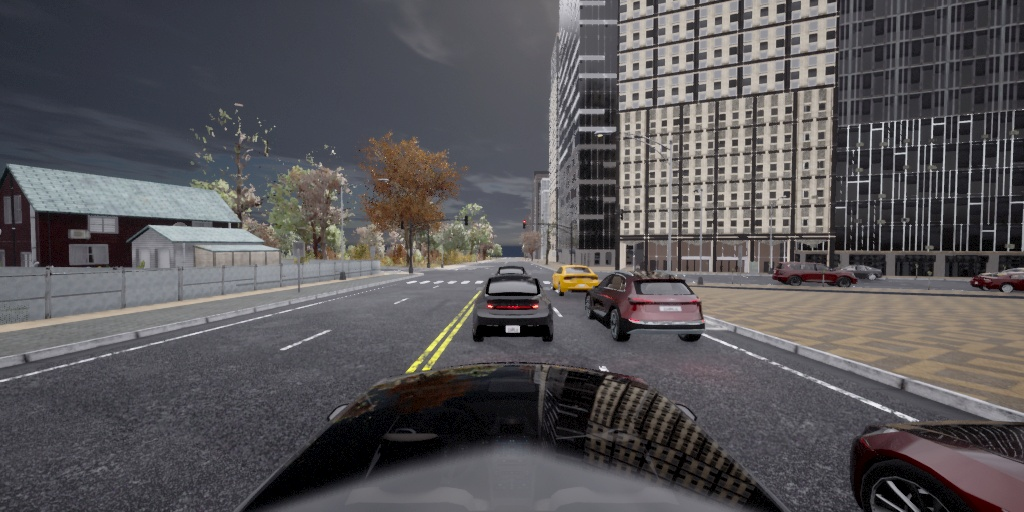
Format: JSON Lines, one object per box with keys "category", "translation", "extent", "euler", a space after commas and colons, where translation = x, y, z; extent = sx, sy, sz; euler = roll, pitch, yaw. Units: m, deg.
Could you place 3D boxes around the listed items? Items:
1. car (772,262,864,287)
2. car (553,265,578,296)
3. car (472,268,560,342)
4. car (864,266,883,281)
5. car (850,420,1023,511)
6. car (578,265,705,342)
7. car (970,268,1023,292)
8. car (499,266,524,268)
{"category": "car", "translation": [22.967, 1.393, 27.477], "extent": [5.009, 1.841, 2.192], "euler": [0, 0, 20]}
{"category": "car", "translation": [3.285, 1.224, 19.253], "extent": [1.882, 1.535, 5.008], "euler": [0, 0, 0]}
{"category": "car", "translation": [0.030, 1.252, 9.774], "extent": [1.837, 1.490, 4.892], "euler": [0, 0, 0]}
{"category": "car", "translation": [30.991, 1.468, 32.940], "extent": [4.403, 1.370, 2.007], "euler": [0, 0, 20]}
{"category": "car", "translation": [3.352, 1.254, 0.529], "extent": [2.163, 1.488, 4.792], "euler": [0, 0, 0]}
{"category": "car", "translation": [3.335, 1.177, 9.790], "extent": [2.033, 1.649, 4.856], "euler": [0, 0, 0]}
{"category": "car", "translation": [33.621, 1.715, 23.599], "extent": [4.507, 1.381, 1.888], "euler": [0, 0, 20]}
{"category": "car", "translation": [-0.030, 1.251, 18.441], "extent": [1.837, 1.490, 4.892], "euler": [0, 0, 0]}
